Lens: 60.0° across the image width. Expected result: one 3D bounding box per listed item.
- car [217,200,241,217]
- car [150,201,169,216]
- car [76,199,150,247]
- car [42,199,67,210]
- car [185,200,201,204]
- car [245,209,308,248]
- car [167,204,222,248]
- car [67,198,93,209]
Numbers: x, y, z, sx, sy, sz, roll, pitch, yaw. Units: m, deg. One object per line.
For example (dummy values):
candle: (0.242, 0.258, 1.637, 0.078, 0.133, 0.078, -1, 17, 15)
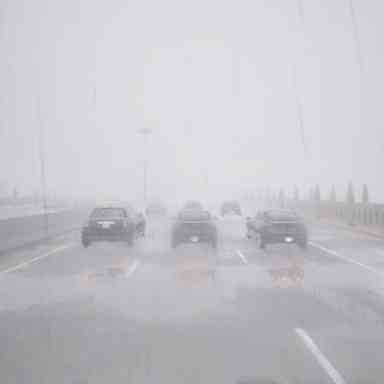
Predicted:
car: (3.592, 1.523, 32.121, 1.837, 1.490, 4.892, 0, 0, 0)
car: (-3.406, 1.583, 32.828, 1.994, 1.385, 4.181, 0, 0, 0)
car: (-3.404, 1.361, 15.304, 2.097, 1.767, 4.553, 0, 0, 0)
car: (-17.596, 1.573, 43.501, 2.033, 1.411, 5.357, 0, 0, 0)
car: (0.094, 1.523, 32.122, 1.837, 1.490, 4.892, 0, 0, 0)
car: (3.597, 1.513, 14.769, 1.837, 1.490, 4.892, 0, 0, 0)
car: (0.096, 1.513, 14.792, 1.837, 1.490, 4.892, 0, 0, 0)
car: (-14.093, 1.516, 43.750, 2.128, 1.511, 4.902, 0, 0, 0)
